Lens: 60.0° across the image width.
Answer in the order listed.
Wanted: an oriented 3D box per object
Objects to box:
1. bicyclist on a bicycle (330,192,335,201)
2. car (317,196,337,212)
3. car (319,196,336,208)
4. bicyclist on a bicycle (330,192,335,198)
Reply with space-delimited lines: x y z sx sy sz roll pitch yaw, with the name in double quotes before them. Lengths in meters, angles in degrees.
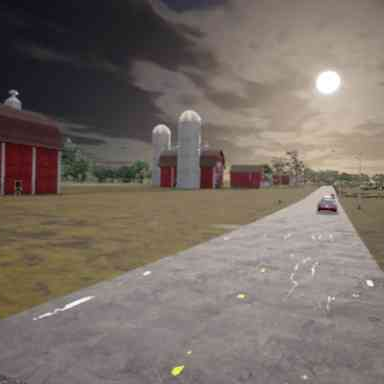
"bicyclist on a bicycle" 27.050 0.888 64.156 0.866 1.612 1.509 2 2 23
"car" 14.969 1.448 36.802 1.994 1.385 4.181 2 2 22
"car" 18.957 1.300 46.410 2.033 1.411 5.357 2 2 23
"bicyclist on a bicycle" 23.599 1.078 55.852 0.582 1.620 1.656 2 1 23
